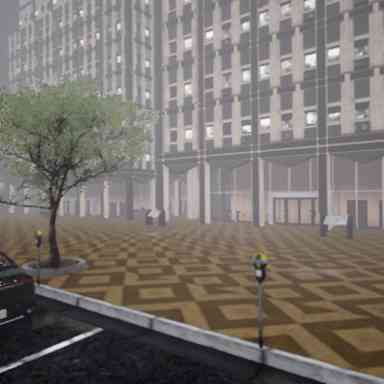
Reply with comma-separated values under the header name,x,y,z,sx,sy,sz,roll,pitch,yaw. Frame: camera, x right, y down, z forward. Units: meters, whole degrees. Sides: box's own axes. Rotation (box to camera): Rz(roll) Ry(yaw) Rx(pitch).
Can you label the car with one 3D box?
name,x,y,z,sx,sy,sz,roll,pitch,yaw
car,-4.658,1.619,6.200,4.403,1.369,2.008,-1,-1,35
